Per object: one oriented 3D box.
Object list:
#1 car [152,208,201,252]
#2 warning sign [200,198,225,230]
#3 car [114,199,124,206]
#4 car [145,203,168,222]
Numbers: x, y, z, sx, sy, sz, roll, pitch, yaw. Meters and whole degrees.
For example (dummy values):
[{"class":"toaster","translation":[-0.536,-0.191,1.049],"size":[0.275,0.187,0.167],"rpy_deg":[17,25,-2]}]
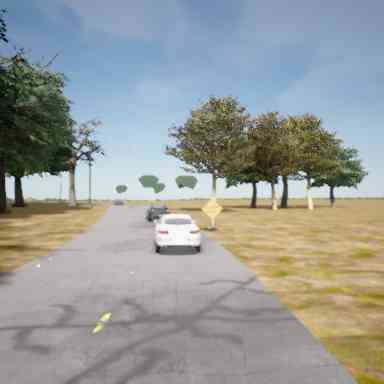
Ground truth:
[{"class":"car","translation":[-0.693,1.657,14.574],"size":[1.812,1.442,4.674],"rpy_deg":[0,0,-6]},{"class":"warning sign","translation":[1.240,1.307,20.275],"size":[1.300,1.860,1.060],"rpy_deg":[-2,-2,-8]},{"class":"car","translation":[-15.338,2.139,69.827],"size":[2.033,1.411,5.357],"rpy_deg":[1,-1,-15]},{"class":"car","translation":[-3.090,1.746,29.480],"size":[2.128,1.511,4.902],"rpy_deg":[0,0,-12]}]
